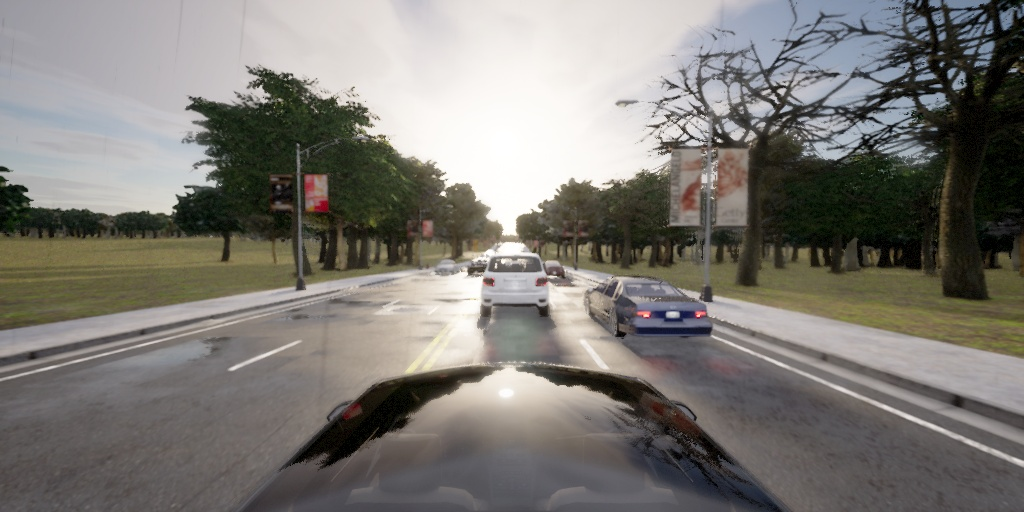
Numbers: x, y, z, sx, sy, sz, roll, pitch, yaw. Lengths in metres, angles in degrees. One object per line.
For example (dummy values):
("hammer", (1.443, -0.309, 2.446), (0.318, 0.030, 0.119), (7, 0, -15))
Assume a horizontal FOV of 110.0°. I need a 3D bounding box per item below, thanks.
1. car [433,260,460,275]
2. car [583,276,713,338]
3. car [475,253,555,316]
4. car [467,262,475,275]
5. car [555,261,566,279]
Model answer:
("car", (-6.598, 1.127, 36.551), (1.812, 1.442, 4.674), (0, 0, 0))
("car", (3.338, 1.249, 9.939), (2.033, 1.411, 5.357), (0, 0, 0))
("car", (0.096, 0.906, 13.130), (2.150, 2.045, 5.566), (0, 0, 0))
("car", (-3.351, 1.204, 35.693), (1.895, 1.301, 4.718), (0, 0, 0))
("car", (3.343, 1.137, 30.417), (1.812, 1.442, 4.674), (0, 0, 0))
